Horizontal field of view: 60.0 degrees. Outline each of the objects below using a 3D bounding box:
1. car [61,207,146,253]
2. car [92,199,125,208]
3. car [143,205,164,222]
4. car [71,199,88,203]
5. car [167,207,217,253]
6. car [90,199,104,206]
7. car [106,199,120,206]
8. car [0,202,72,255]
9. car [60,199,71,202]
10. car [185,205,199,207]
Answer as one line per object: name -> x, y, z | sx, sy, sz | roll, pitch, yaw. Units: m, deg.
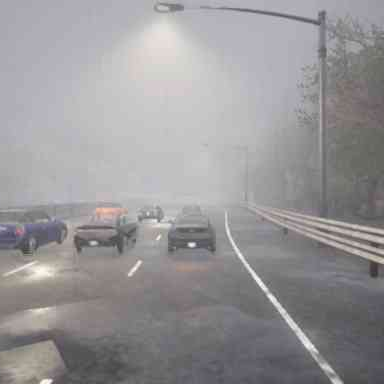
car -> -3.502, 1.629, 14.289 | 2.128, 1.511, 4.902 | 0, 0, 0
car -> -7.011, 1.634, 29.062 | 2.097, 1.767, 4.553 | 0, -1, 0
car -> -3.511, 1.831, 28.982 | 2.033, 1.411, 5.357 | 0, -1, 0
car -> -24.530, 2.295, 73.902 | 1.812, 1.442, 4.674 | 0, -1, 0
car -> -0.002, 1.644, 14.295 | 1.837, 1.490, 4.892 | 0, 0, 0
car -> -21.030, 2.295, 73.904 | 1.812, 1.442, 4.674 | 0, -1, 0
car -> -17.530, 2.270, 73.905 | 1.837, 1.490, 4.892 | 0, -1, 0
car -> -7.003, 1.485, 14.066 | 2.097, 1.767, 4.553 | 0, -1, 0
car -> -28.030, 2.296, 73.901 | 2.128, 1.511, 4.902 | 0, -1, 0
car -> -0.011, 1.831, 28.985 | 2.033, 1.411, 5.357 | 0, -1, 0
